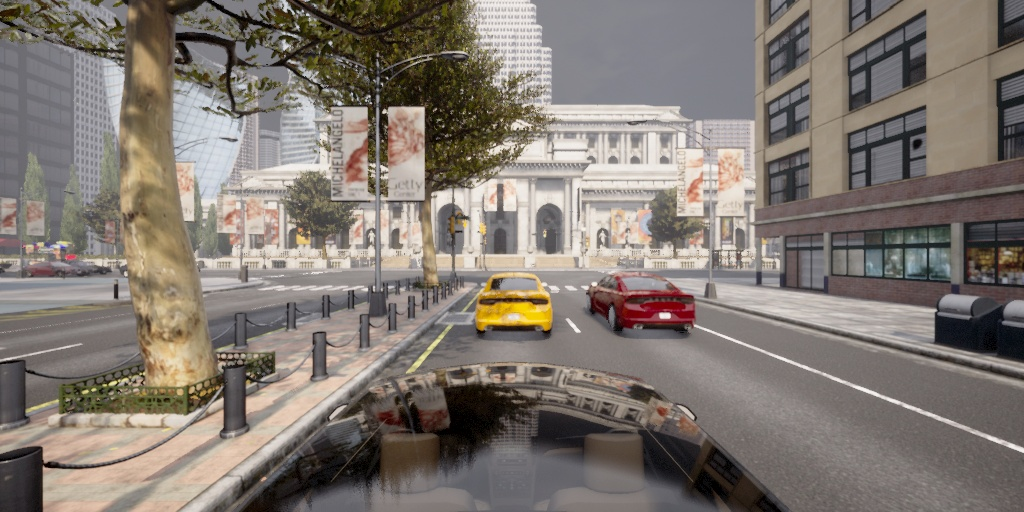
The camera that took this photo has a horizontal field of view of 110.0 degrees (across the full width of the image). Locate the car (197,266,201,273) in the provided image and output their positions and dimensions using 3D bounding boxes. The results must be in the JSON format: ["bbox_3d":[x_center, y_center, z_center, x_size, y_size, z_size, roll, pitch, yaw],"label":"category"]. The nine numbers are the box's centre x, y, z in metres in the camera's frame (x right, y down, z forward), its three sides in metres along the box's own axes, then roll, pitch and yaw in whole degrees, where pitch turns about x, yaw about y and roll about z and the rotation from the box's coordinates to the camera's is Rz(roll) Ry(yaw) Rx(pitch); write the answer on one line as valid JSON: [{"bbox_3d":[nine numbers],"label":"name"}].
[{"bbox_3d":[-35.455,1.217,37.498,5.008,1.535,1.882,0,0,0],"label":"car"}]

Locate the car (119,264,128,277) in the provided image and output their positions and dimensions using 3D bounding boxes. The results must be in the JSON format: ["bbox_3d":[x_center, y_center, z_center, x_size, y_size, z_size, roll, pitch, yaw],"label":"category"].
[{"bbox_3d":[-34.160,1.245,33.998,4.892,1.490,1.837,0,0,0],"label":"car"}]

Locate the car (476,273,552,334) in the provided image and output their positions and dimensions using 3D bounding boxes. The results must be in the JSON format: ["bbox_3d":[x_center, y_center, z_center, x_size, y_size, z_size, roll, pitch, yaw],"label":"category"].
[{"bbox_3d":[0.063,1.225,10.611,1.882,1.535,5.008,0,0,1],"label":"car"}]

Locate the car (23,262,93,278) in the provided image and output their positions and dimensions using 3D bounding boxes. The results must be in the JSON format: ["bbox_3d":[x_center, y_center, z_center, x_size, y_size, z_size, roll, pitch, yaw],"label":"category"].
[{"bbox_3d":[-43.359,1.266,33.971,4.674,1.442,1.812,0,0,-1],"label":"car"}]

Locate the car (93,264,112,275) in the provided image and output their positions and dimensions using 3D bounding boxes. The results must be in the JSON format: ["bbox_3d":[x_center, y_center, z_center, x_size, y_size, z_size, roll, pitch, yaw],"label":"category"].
[{"bbox_3d":[-45.279,1.287,37.466,5.357,1.411,2.033,0,0,0],"label":"car"}]

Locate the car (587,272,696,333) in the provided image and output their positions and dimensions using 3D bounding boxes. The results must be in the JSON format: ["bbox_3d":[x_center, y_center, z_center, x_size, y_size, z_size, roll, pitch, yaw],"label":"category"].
[{"bbox_3d":[3.564,1.225,10.791,1.882,1.535,5.008,0,0,0],"label":"car"}]
